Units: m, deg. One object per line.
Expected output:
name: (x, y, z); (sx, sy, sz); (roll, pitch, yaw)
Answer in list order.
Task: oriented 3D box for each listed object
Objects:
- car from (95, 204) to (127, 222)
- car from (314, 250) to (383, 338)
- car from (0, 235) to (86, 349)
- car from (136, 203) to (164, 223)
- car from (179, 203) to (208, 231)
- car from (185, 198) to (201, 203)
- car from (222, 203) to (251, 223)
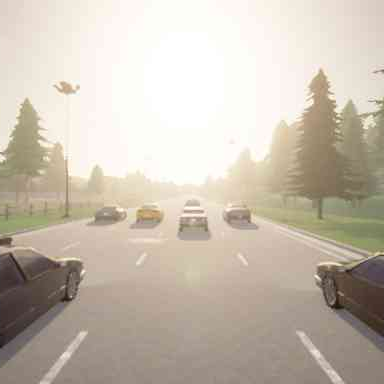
car: (-6.897, 1.753, 28.598); (1.994, 1.385, 4.181); (0, 0, 0)
car: (3.600, 1.580, 4.898); (2.033, 1.411, 5.357); (0, 0, 0)
car: (-3.400, 1.584, 5.348); (2.033, 1.411, 5.357); (0, 0, 0)
car: (-3.398, 1.660, 27.728); (1.882, 1.535, 5.008); (0, 0, 0)
car: (0.102, 1.692, 21.912); (2.033, 1.411, 5.357); (0, 0, 0)
car: (0.096, 1.643, 44.428); (2.097, 1.767, 4.553); (0, 0, 0)
car: (3.603, 1.670, 27.200); (2.128, 1.511, 4.902); (0, 0, 0)
